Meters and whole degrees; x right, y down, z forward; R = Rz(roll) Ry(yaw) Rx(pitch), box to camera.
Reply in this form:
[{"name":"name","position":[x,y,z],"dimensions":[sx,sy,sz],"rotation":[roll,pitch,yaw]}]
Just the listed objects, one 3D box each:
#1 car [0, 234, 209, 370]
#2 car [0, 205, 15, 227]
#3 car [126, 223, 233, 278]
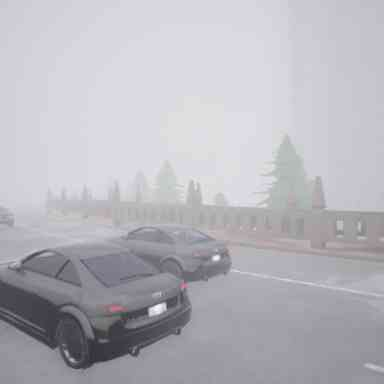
[{"name":"car","position":[-2.028,1.581,5.834],"dimensions":[4.181,1.385,1.994],"rotation":[0,0,39]},{"name":"car","position":[-13.258,1.592,22.230],"dimensions":[2.033,1.411,5.357],"rotation":[0,0,-38]},{"name":"car","position":[-0.947,1.593,9.458],"dimensions":[4.181,1.385,1.994],"rotation":[0,0,40]}]
